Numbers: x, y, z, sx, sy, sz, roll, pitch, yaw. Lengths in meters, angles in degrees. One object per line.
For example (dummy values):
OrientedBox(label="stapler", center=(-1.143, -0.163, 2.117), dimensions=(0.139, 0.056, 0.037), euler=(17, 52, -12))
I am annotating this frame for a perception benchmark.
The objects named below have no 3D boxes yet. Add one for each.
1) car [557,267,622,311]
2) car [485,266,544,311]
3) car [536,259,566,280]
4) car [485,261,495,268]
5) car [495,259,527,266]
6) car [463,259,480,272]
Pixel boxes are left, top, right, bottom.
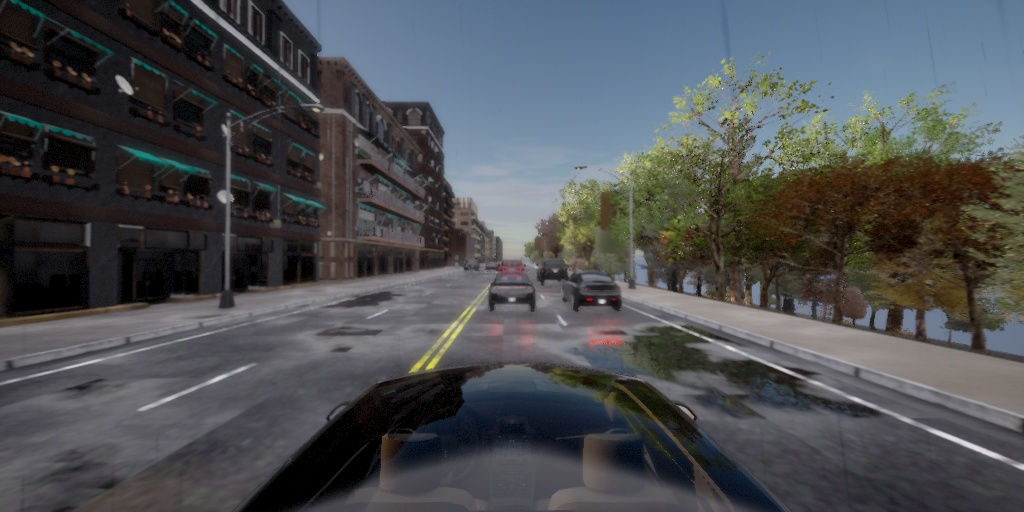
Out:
OrientedBox(label="car", center=(3.265, 1.395, 15.352), dimensions=(1.837, 1.490, 4.892), euler=(0, 0, 0))
OrientedBox(label="car", center=(0.015, 1.380, 15.353), dimensions=(2.128, 1.511, 4.902), euler=(0, 0, 0))
OrientedBox(label="car", center=(3.254, 1.255, 29.434), dimensions=(2.150, 2.045, 5.566), euler=(0, 0, 0))
OrientedBox(label="car", center=(-3.330, 1.693, 59.767), dimensions=(2.097, 1.767, 4.553), euler=(0, -1, 0))
OrientedBox(label="car", center=(0.004, 1.255, 29.416), dimensions=(2.150, 2.045, 5.566), euler=(0, 0, 0))
OrientedBox(label="car", center=(-6.580, 1.551, 58.717), dimensions=(2.150, 2.045, 5.566), euler=(0, -1, 1))
